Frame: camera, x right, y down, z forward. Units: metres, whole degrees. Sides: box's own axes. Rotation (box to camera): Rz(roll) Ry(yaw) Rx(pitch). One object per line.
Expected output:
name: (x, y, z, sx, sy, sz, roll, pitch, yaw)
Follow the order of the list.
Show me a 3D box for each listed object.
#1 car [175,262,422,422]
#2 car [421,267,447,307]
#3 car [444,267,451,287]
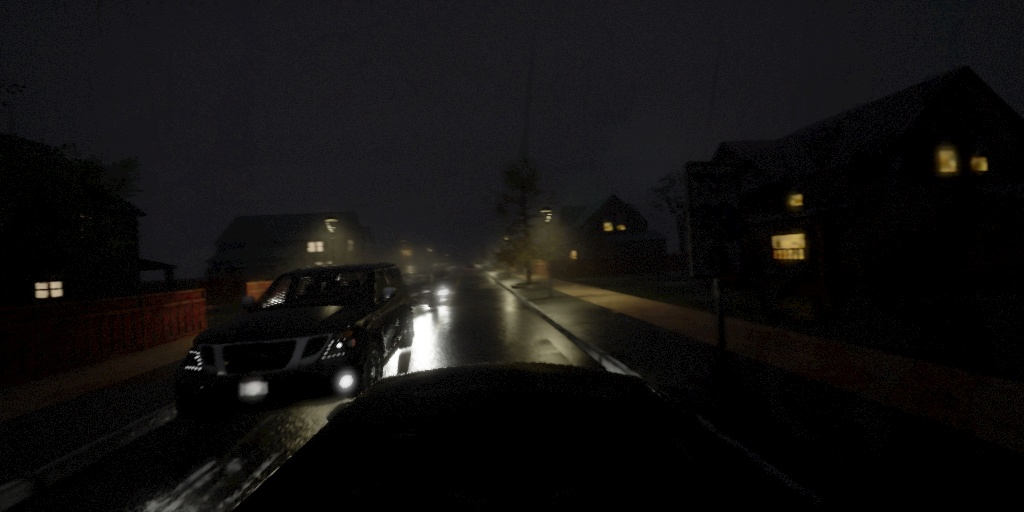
car: (-3.258, 1.170, 6.781, 2.150, 2.045, 5.566, -3, 0, -7)
car: (-4.468, 1.535, 16.891, 2.128, 1.511, 4.902, -3, 0, -7)
car: (-5.854, 1.648, 28.373, 2.128, 1.511, 4.902, -3, 0, -7)
